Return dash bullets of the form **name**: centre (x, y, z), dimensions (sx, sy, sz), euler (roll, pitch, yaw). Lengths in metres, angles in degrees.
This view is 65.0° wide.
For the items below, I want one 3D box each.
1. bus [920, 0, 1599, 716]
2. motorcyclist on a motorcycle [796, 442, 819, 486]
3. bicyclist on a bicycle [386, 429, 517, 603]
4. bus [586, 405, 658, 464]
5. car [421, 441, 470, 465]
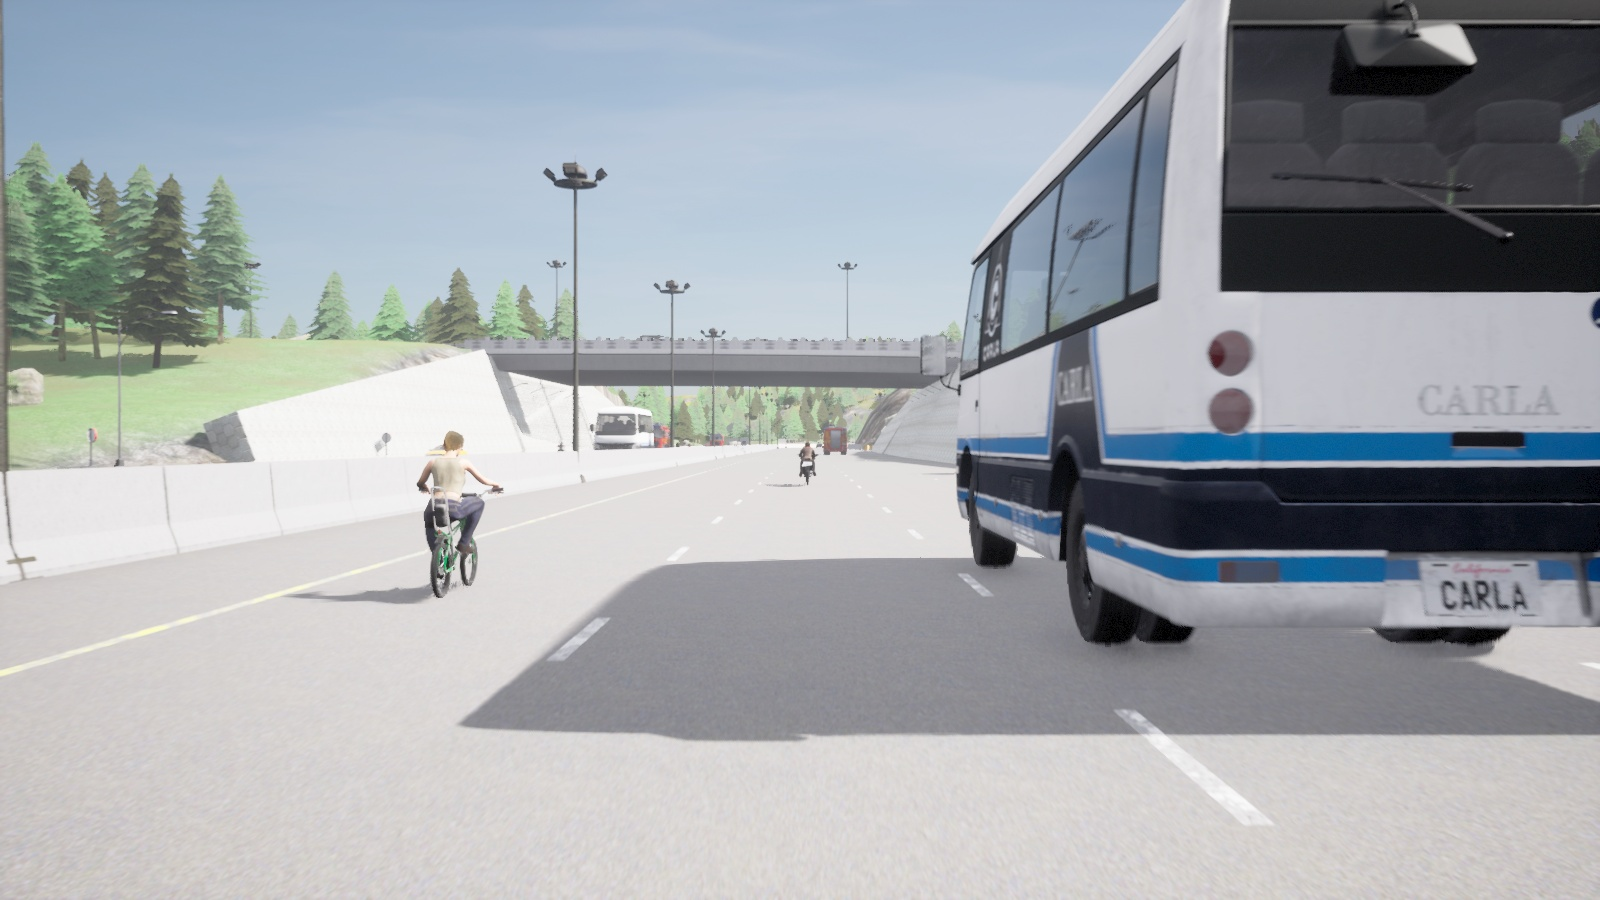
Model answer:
- **bus**: centre (3.585, -0.695, 12.041), dimensions (3.944, 4.253, 10.273), euler (0, 0, 0)
- **motorcyclist on a motorcycle**: centre (0.267, 0.480, 44.236), dimensions (0.797, 1.523, 2.044), euler (0, 0, 0)
- **bicyclist on a bicycle**: centre (-3.419, 0.610, 12.451), dimensions (0.866, 1.612, 1.509), euler (0, 0, 1)
- **bus**: centre (-13.439, -1.180, 95.751), dimensions (3.944, 4.253, 10.273), euler (0, 0, 0)
- **car**: centre (-24.001, 0.186, 85.187), dimensions (1.801, 1.575, 5.366), euler (0, 0, 0)
